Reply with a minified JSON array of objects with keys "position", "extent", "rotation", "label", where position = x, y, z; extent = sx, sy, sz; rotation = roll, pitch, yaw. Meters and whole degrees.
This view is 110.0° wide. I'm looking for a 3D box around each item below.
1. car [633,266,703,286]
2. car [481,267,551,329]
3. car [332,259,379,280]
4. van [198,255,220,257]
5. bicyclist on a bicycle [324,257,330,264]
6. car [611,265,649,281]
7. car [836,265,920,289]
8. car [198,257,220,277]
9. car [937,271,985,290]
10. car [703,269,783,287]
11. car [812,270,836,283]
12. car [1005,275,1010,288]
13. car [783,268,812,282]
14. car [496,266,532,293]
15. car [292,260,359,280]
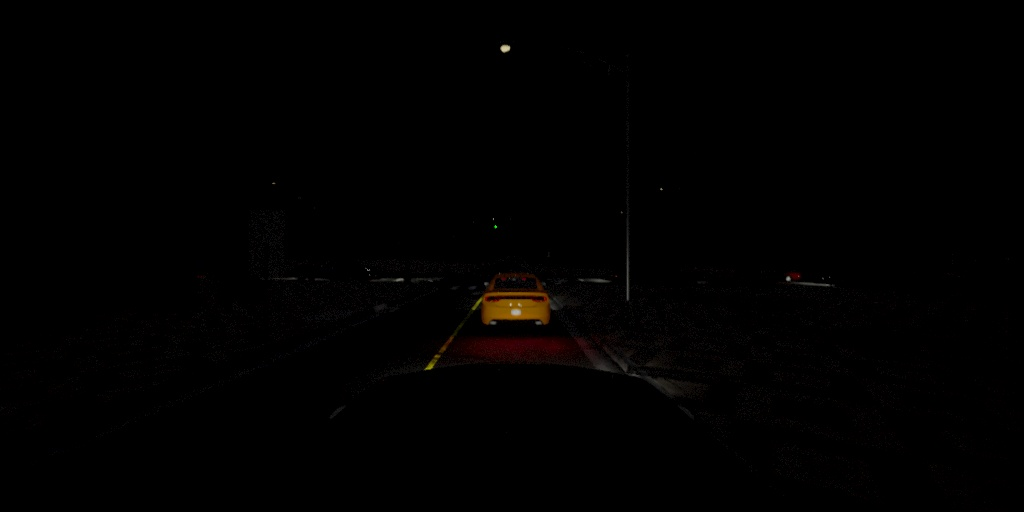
[{"position":[12.138,1.648,28.116],"extent":[4.313,1.339,1.948],"rotation":[0,0,0],"label":"car"},{"position":[0.103,1.273,11.511],"extent":[1.882,1.535,5.008],"rotation":[0,0,0],"label":"car"},{"position":[-13.888,1.065,30.753],"extent":[4.553,1.767,2.097],"rotation":[1,0,1],"label":"car"},{"position":[-31.132,0.844,36.572],"extent":[3.998,1.789,1.690],"rotation":[0,0,0],"label":"van"},{"position":[-20.478,0.958,39.538],"extent":[0.582,1.620,1.656],"rotation":[1,0,0],"label":"bicyclist on a bicycle"},{"position":[11.895,1.607,33.978],"extent":[4.892,1.490,1.837],"rotation":[1,0,0],"label":"car"},{"position":[29.067,1.664,28.106],"extent":[5.009,1.841,2.192],"rotation":[0,0,0],"label":"car"},{"position":[-23.885,1.067,30.805],"extent":[4.902,1.511,2.128],"rotation":[1,0,0],"label":"car"},{"position":[34.711,1.987,28.102],"extent":[4.507,1.381,1.888],"rotation":[0,0,0],"label":"car"},{"position":[17.950,1.694,28.113],"extent":[4.829,1.417,1.751],"rotation":[0,0,0],"label":"car"},{"position":[31.879,1.924,33.956],"extent":[4.892,1.490,1.837],"rotation":[1,0,0],"label":"car"},{"position":[40.361,2.119,28.099],"extent":[4.207,1.307,1.802],"rotation":[0,0,0],"label":"car"},{"position":[29.080,1.929,36.631],"extent":[4.507,1.381,1.888],"rotation":[0,0,0],"label":"car"},{"position":[0.107,1.397,23.058],"extent":[2.033,1.411,5.357],"rotation":[0,0,0],"label":"car"},{"position":[-14.770,1.240,28.037],"extent":[4.403,1.370,2.007],"rotation":[0,0,0],"label":"car"}]
